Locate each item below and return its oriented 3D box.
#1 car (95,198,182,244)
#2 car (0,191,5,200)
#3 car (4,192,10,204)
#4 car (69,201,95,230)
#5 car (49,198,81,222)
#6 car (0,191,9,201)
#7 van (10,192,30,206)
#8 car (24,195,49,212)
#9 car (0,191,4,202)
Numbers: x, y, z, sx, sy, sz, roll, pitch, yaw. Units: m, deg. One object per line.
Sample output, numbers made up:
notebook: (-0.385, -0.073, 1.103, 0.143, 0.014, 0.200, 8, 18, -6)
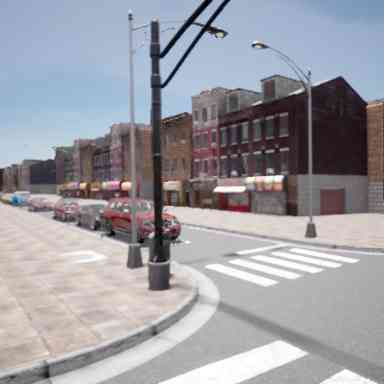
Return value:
car: (-2.516, 1.255, 15.764, 2.192, 1.841, 5.009, -1, 1, -36)
car: (-37.303, 0.614, 63.941, 1.967, 1.590, 4.097, -1, 1, -36)
car: (-24.554, 0.962, 46.286, 1.752, 1.417, 4.829, -1, 1, -36)
car: (-5.679, 1.430, 20.147, 1.947, 1.339, 4.313, -1, 1, -36)
car: (-8.841, 1.229, 24.525, 1.967, 1.590, 4.097, -1, 1, -36)
car: (-34.141, 0.677, 59.561, 1.967, 1.590, 4.097, -1, 1, -36)
van: (-21.491, 0.844, 42.041, 1.690, 1.788, 3.998, -1, 1, -36)
car: (-15.166, 1.226, 33.286, 1.802, 1.307, 4.206, -1, 1, -36)
car: (-27.717, 0.895, 50.665, 1.752, 1.417, 4.829, -1, 1, -36)
